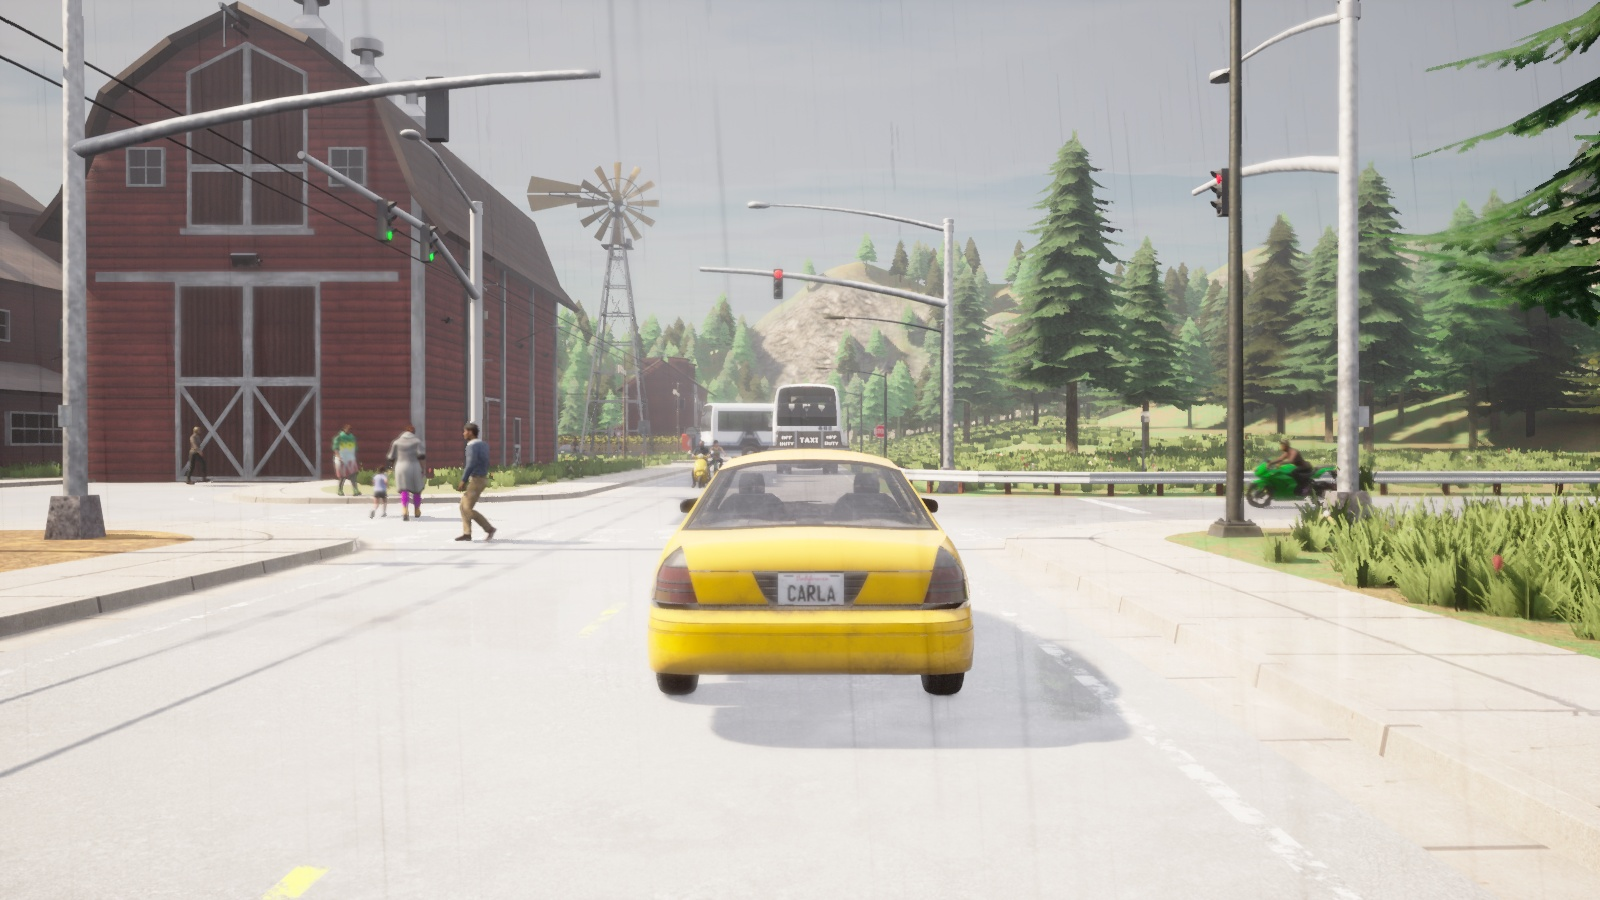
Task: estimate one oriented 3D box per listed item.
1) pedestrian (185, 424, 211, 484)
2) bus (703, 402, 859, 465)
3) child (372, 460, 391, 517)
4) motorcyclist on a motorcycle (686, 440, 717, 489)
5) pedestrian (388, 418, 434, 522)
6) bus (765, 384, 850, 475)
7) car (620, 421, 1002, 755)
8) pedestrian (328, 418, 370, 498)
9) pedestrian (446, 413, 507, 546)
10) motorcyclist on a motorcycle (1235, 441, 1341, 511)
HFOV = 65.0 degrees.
[{"bbox_3d":[-18.749,0.126,39.109,0.634,1.846,0.331,0,0,0],"label":"pedestrian"},{"bbox_3d":[-1.368,-1.128,88.677,10.273,4.253,3.944,0,0,-19],"label":"bus"},{"bbox_3d":[-8.250,0.755,24.740,0.255,1.110,0.394,0,0,-1],"label":"child"},{"bbox_3d":[-3.259,0.462,41.690,0.866,1.590,1.817,0,0,0],"label":"motorcyclist on a motorcycle"},{"bbox_3d":[-7.440,0.380,24.040,0.659,1.952,0.873,0,0,-4],"label":"pedestrian"},{"bbox_3d":[0.361,-0.989,63.582,3.944,4.253,10.273,0,0,0],"label":"bus"},{"bbox_3d":[0.063,0.637,8.603,1.801,1.575,5.366,0,0,0],"label":"car"},{"bbox_3d":[-11.142,0.194,31.014,0.873,1.952,0.659,0,0,44],"label":"pedestrian"},{"bbox_3d":[-4.811,0.432,18.698,0.788,1.949,0.423,0,0,1],"label":"pedestrian"},{"bbox_3d":[10.750,0.554,27.708,2.044,1.523,0.797,0,0,-1],"label":"motorcyclist on a motorcycle"}]
